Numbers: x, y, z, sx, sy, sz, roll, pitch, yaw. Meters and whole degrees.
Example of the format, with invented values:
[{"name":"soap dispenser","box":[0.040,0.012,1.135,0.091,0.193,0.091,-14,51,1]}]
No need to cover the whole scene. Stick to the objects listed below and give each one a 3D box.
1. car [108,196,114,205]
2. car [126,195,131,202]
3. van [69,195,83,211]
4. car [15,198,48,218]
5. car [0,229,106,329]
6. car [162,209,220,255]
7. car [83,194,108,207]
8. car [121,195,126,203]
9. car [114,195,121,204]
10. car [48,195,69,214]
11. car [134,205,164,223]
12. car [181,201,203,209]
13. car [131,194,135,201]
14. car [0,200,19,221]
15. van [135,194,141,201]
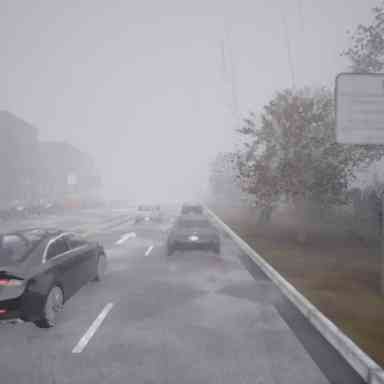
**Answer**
[{"name":"car","box":[-15.667,1.583,58.052,2.097,1.535,5.008,0,0,0]},{"name":"car","box":[-15.765,1.491,74.654,2.185,1.767,4.553,0,0,0]},{"name":"van","box":[-15.568,1.324,41.356,1.878,1.987,4.442,0,0,0]},{"name":"car","box":[-15.503,1.403,30.453,2.185,1.767,4.553,0,0,0]},{"name":"car","box":[-3.194,1.511,6.954,2.128,1.511,4.902,0,0,0]},{"name":"car","box":[0.051,1.588,13.532,1.994,1.385,4.181,0,0,0]},{"name":"car","box":[-15.635,1.321,52.619,2.435,2.045,5.566,0,0,0]},{"name":"car","box":[-15.733,1.480,69.128,2.185,1.767,4.553,0,0,0]},{"name":"car","box":[-15.700,1.595,63.578,2.231,1.521,4.892,0,0,0]},{"name":"car","box":[-15.536,1.414,35.978,2.185,1.767,4.553,0,0,0]},{"name":"car","box":[-3.245,1.653,26.146,1.895,1.301,4.718,0,0,0]},{"name":"car","box":[-0.004,1.531,30.136,1.882,1.535,5.008,0,0,0]},{"name":"car","box":[-15.799,1.667,80.275,2.002,1.452,4.674,0,0,0]},{"name":"car","box":[-15.471,1.558,25.024,2.002,1.452,4.674,0,0,0]},{"name":"van","box":[-15.865,1.423,91.206,1.878,1.987,4.442,0,0,0]}]
